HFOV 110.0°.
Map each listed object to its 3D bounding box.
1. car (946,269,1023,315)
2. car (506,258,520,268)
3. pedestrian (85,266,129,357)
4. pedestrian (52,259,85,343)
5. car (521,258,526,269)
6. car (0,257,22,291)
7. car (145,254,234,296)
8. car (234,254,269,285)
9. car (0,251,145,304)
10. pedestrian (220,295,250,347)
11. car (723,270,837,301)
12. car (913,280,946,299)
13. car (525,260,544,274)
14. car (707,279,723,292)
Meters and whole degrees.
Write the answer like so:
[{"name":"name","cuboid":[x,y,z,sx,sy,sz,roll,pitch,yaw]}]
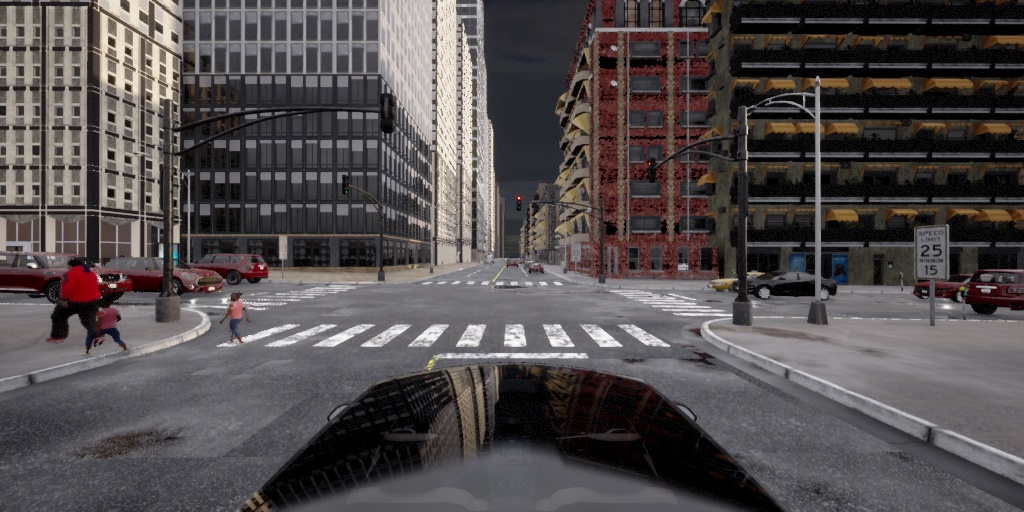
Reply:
[{"name":"car","cuboid":[20.614,1.461,13.799,5.009,1.841,2.192,0,0,0]},{"name":"car","cuboid":[0.082,1.125,63.972,2.097,1.767,4.553,0,0,0]},{"name":"pedestrian","cuboid":[-7.454,0.886,6.641,0.375,1.860,0.375,0,0,0]},{"name":"pedestrian","cuboid":[-8.839,0.891,7.265,0.375,1.860,0.375,0,0,0]},{"name":"car","cuboid":[2.760,1.317,54.733,2.007,1.370,4.403,0,0,0]},{"name":"car","cuboid":[-25.715,0.774,16.016,5.008,1.535,1.882,1,0,-1]},{"name":"car","cuboid":[-15.724,0.835,16.089,4.553,1.767,2.097,1,0,0]},{"name":"car","cuboid":[-17.684,0.776,21.863,5.009,1.841,2.192,0,0,0]},{"name":"car","cuboid":[-17.560,0.757,13.484,5.009,1.841,2.192,0,0,0]},{"name":"pedestrian","cuboid":[-6.112,1.044,7.950,0.375,1.860,0.375,0,0,0]},{"name":"car","cuboid":[14.702,1.530,19.517,5.008,1.535,1.882,1,0,0]},{"name":"car","cuboid":[25.021,1.718,19.590,5.008,1.535,1.882,1,0,0]},{"name":"car","cuboid":[2.793,1.341,41.816,1.802,1.307,4.207,0,0,0]},{"name":"car","cuboid":[14.657,1.587,22.103,4.829,1.417,1.751,0,0,0]}]
